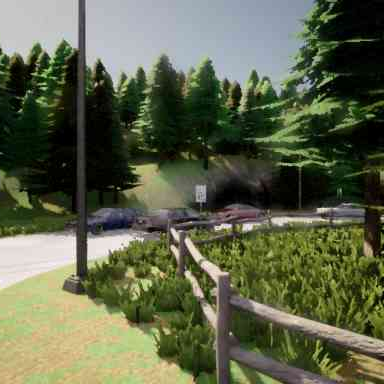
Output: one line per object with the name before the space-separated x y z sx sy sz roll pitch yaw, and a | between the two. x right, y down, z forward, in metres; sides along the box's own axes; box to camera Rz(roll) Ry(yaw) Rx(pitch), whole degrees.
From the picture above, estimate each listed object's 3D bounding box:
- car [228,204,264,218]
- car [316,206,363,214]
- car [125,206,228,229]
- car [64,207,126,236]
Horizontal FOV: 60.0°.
car | 3.474 1.591 25.180 4.181 1.385 1.994 0 0 -26
car | 12.992 1.628 28.079 4.718 1.301 1.895 0 0 -6
car | -0.717 1.574 18.674 5.357 1.411 2.033 0 0 -41
car | -4.467 1.574 19.138 2.033 1.411 5.357 0 0 41
